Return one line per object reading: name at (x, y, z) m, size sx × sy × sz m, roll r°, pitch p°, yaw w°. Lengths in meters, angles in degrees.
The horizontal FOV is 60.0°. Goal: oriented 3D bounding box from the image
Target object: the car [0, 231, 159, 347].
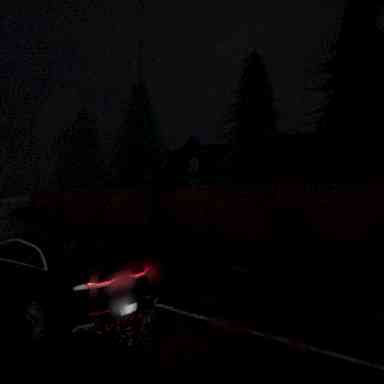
car at (-2.795, 1.512, 6.437) m, size 4.902 × 1.511 × 2.128 m, roll 0°, pitch 0°, yaw 40°
